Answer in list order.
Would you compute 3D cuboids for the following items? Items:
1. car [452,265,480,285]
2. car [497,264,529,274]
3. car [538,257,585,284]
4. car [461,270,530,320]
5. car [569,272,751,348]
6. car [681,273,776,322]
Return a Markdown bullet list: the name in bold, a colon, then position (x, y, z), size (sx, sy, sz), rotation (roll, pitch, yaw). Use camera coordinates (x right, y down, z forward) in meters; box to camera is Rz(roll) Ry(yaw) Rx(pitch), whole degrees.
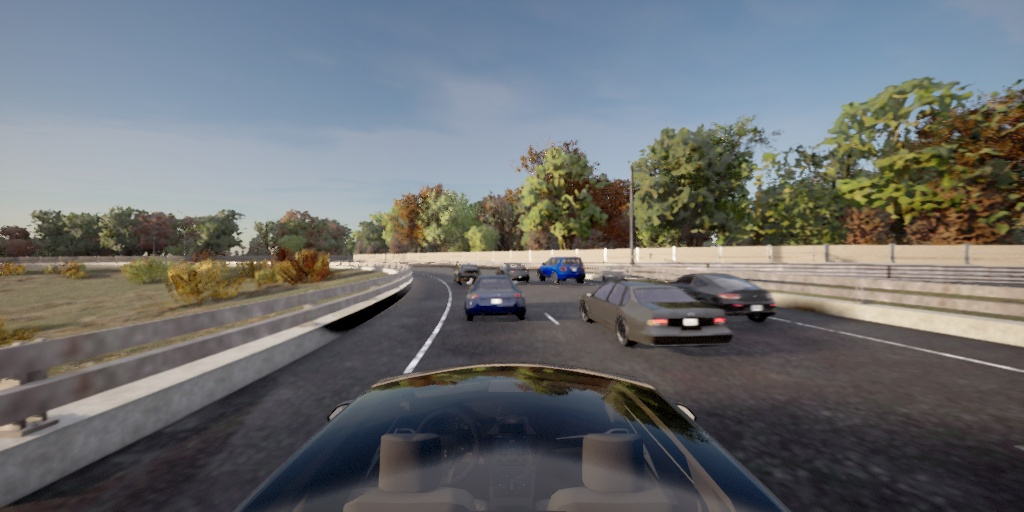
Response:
- **car**: position (-3.475, 1.395, 27.940), size (1.837, 1.490, 4.892), rotation (0, 0, -15)
- **car**: position (-0.009, 1.361, 28.473), size (2.128, 1.511, 4.902), rotation (0, 0, -14)
- **car**: position (3.765, 1.066, 27.944), size (2.150, 2.045, 5.566), rotation (0, 0, -14)
- **car**: position (-0.670, 1.368, 13.001), size (1.994, 1.385, 4.181), rotation (0, 0, -6)
- **car**: position (3.203, 1.311, 9.305), size (2.033, 1.411, 5.357), rotation (0, 0, -4)
- **car**: position (6.457, 1.281, 12.039), size (1.812, 1.442, 4.674), rotation (0, -1, -5)
